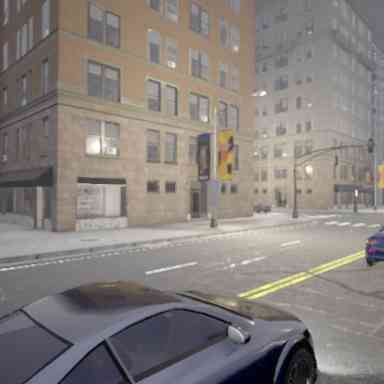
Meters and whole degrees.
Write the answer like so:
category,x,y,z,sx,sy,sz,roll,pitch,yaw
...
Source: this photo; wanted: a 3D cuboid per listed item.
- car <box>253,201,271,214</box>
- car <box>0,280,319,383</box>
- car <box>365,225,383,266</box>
category,x,y,z,sx,sy,sz,roll,pitch,yaw
car,7.286,1.797,39.507,4.181,1.385,1.994,0,-1,45
car,-0.502,1.580,3.126,1.994,1.385,4.181,0,0,45
car,7.154,1.616,10.836,1.812,1.442,4.674,0,-1,45
